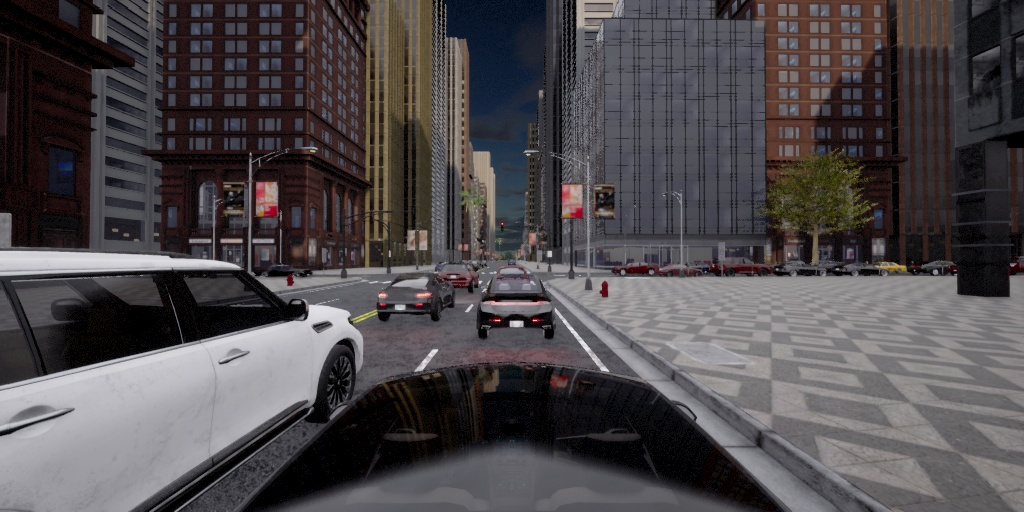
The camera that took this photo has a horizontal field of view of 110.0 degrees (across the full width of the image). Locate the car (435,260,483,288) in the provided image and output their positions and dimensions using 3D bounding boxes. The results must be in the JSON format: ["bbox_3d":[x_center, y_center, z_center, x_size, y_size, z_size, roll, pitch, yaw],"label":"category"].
[{"bbox_3d":[-3.158,1.142,21.394,2.097,1.767,4.553,0,0,0],"label":"car"}]

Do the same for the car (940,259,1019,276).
[{"bbox_3d":[43.491,1.214,33.416,4.507,1.381,1.888,0,0,-1],"label":"car"}]

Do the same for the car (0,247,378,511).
[{"bbox_3d":[-3.155,0.972,2.635,2.150,2.045,5.566,0,0,0],"label":"car"}]

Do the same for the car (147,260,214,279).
[{"bbox_3d":[-32.232,1.323,34.986,4.553,1.767,2.097,0,-1,0],"label":"car"}]

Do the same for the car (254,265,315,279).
[{"bbox_3d":[-22.149,1.526,34.982,4.718,1.301,1.895,0,-1,-2],"label":"car"}]

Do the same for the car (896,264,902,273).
[{"bbox_3d":[43.191,1.296,41.936,4.829,1.417,1.751,0,0,-1],"label":"car"}]

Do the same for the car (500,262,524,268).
[{"bbox_3d":[-0.008,1.260,19.603,1.882,1.535,5.008,0,0,0],"label":"car"}]

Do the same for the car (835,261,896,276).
[{"bbox_3d":[32.215,1.260,33.235,4.313,1.339,1.948,0,0,-1],"label":"car"}]

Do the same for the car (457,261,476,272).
[{"bbox_3d":[-6.619,1.463,52.227,2.128,1.511,4.902,0,0,0],"label":"car"}]

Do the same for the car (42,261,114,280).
[{"bbox_3d":[-42.285,1.369,35.003,4.553,1.767,2.097,0,-1,1],"label":"car"}]

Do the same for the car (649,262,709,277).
[{"bbox_3d":[15.302,1.328,32.966,4.207,1.307,1.802,0,0,-1],"label":"car"}]

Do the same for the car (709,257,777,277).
[{"bbox_3d":[20.941,1.041,33.056,5.009,1.841,2.192,0,0,-1],"label":"car"}]

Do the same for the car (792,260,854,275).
[{"bbox_3d":[33.807,1.250,39.026,4.902,1.511,2.128,0,-1,-1],"label":"car"}]

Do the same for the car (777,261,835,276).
[{"bbox_3d":[26.578,1.276,33.146,4.313,1.339,1.948,0,0,-1],"label":"car"}]

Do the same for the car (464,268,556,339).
[{"bbox_3d":[0.095,1.249,10.103,2.128,1.511,4.902,0,0,0],"label":"car"}]

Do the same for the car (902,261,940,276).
[{"bbox_3d":[42.839,1.206,36.031,4.892,1.490,1.837,0,-1,-1],"label":"car"}]

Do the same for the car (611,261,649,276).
[{"bbox_3d":[13.251,1.299,38.719,5.008,1.535,1.882,0,-1,-2],"label":"car"}]

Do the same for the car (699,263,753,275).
[{"bbox_3d":[23.168,1.389,38.864,4.718,1.301,1.895,0,-1,-1],"label":"car"}]

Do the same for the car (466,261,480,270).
[{"bbox_3d":[-6.602,1.561,61.326,1.812,1.442,4.674,0,0,0],"label":"car"}]

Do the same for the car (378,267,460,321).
[{"bbox_3d":[-3.155,1.288,12.414,1.812,1.442,4.674,0,0,0],"label":"car"}]

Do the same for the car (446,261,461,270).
[{"bbox_3d":[-9.852,1.558,60.873,1.812,1.442,4.674,0,0,0],"label":"car"}]

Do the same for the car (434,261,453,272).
[{"bbox_3d":[-9.859,1.496,51.950,1.812,1.442,4.674,0,0,0],"label":"car"}]

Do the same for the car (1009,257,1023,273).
[{"bbox_3d":[49.130,0.973,33.505,5.009,1.841,2.192,0,0,-1],"label":"car"}]
